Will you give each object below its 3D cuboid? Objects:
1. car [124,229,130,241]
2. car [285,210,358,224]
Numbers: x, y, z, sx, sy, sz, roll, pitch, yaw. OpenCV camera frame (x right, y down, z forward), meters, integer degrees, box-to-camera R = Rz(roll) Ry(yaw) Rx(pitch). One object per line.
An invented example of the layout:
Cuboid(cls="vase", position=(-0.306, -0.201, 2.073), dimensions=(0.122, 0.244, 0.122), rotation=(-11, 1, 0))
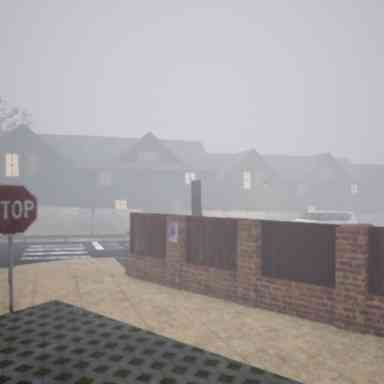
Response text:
Cuboid(cls="car", position=(-0.918, 2.153, 18.359), dimensions=(5.357, 1.411, 2.033), rotation=(3, -2, -24))
Cuboid(cls="car", position=(8.525, 2.242, 22.277), dimensions=(5.566, 2.045, 2.150), rotation=(3, -2, -22))
